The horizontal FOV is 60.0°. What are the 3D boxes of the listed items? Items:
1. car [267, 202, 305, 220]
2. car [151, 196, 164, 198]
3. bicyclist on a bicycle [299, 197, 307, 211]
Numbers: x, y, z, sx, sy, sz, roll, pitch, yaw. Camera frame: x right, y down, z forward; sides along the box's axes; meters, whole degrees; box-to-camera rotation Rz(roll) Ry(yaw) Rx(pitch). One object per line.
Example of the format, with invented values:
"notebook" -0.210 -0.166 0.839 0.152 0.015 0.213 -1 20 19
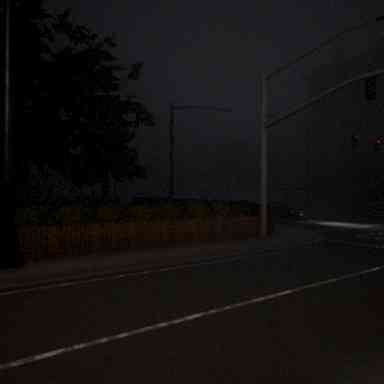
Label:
"car" 7.594 1.609 29.318 2.128 1.511 4.902 0 0 -35
"car" -6.068 1.490 55.557 2.097 1.767 4.553 0 0 -35
"bicyclist on a bicycle" 13.419 1.476 40.204 1.656 1.620 0.582 0 0 -35
